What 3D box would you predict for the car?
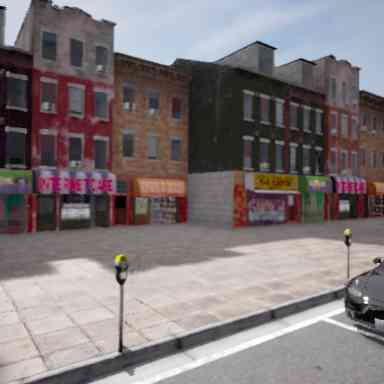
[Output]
[{"bbox_3d":[4.590,1.590,6.074,4.313,1.339,1.947,0,0,-35],"label":"car"}]
